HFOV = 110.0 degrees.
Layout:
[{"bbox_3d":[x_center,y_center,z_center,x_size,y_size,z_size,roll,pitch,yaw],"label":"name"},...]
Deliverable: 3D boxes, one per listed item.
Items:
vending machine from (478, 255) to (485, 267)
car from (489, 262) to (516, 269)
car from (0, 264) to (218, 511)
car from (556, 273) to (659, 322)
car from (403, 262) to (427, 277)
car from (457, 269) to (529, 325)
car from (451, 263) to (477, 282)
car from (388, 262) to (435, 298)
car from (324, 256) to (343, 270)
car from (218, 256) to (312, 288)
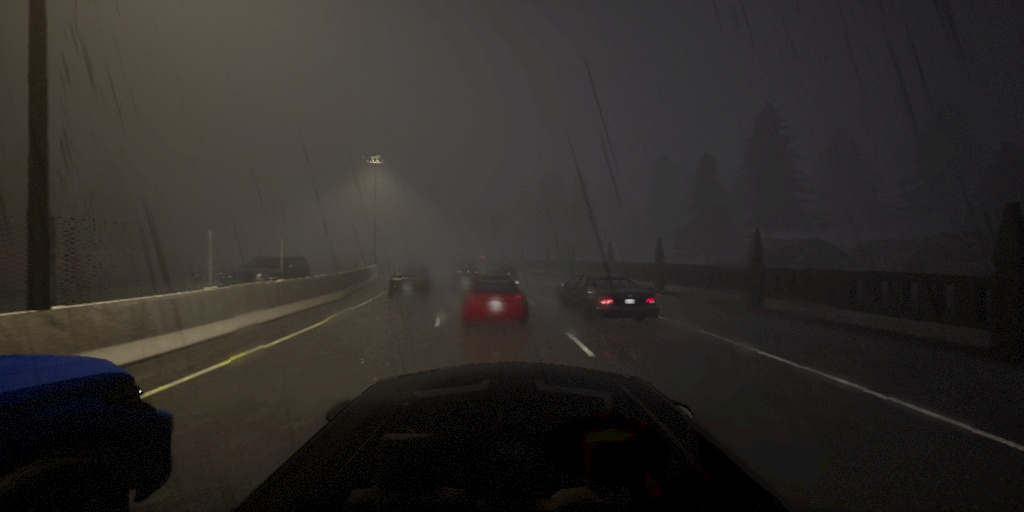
[{"bbox_3d":[-5.134,0.891,60.968,1.100,2.100,0.880,0,0,-31],"label":"vending machine"},{"bbox_3d":[-0.870,1.242,31.322,1.812,1.442,4.674,0,0,-15],"label":"car"},{"bbox_3d":[-3.494,0.986,0.111,2.150,2.045,5.566,0,0,1],"label":"car"},{"bbox_3d":[2.917,1.273,12.180,2.033,1.411,5.357,0,0,-6],"label":"car"},{"bbox_3d":[-9.747,1.309,35.916,1.994,1.385,4.181,0,0,-20],"label":"car"},{"bbox_3d":[-0.637,1.304,11.837,1.994,1.385,4.181,0,0,-6],"label":"car"},{"bbox_3d":[-3.867,1.278,29.248,2.033,1.411,5.357,0,0,-16],"label":"car"},{"bbox_3d":[-5.071,1.240,18.410,2.128,1.511,4.902,0,0,-9],"label":"car"},{"bbox_3d":[-27.797,1.014,55.541,2.150,2.045,5.566,0,0,-34],"label":"car"},{"bbox_3d":[-12.380,0.997,18.744,2.150,2.045,5.566,0,0,-11],"label":"car"}]
